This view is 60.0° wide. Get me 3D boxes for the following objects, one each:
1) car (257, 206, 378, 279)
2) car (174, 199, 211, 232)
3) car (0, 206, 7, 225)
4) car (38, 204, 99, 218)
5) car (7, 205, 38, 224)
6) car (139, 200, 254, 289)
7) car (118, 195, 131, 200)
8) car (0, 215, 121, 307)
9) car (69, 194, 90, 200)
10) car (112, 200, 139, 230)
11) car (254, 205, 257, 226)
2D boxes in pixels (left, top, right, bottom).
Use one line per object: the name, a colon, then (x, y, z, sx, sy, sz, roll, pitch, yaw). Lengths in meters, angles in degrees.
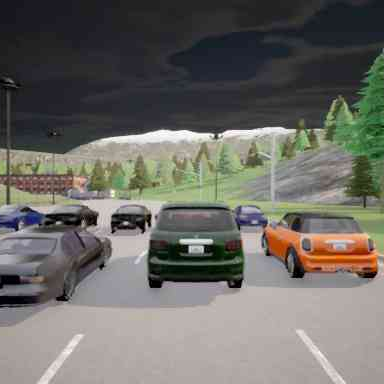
car: (3.578, 1.351, 10.185, 2.097, 1.767, 4.553, 0, 0, 0)
car: (-0.023, 1.351, 20.925, 2.097, 1.767, 4.553, 0, 0, -1)
car: (-6.916, 1.223, 7.555, 2.150, 2.045, 5.566, 0, 0, 0)
car: (-6.998, 1.477, 19.903, 1.882, 1.535, 5.008, 0, 0, -1)
car: (-10.499, 1.525, 19.949, 1.812, 1.442, 4.674, 0, 0, -1)
car: (0.081, 1.223, 9.302, 2.150, 2.045, 5.566, 0, 0, 0)
car: (-17.808, 1.525, 87.158, 2.128, 1.511, 4.902, 0, 0, -37)
car: (-3.418, 1.548, 8.193, 2.033, 1.411, 5.357, 0, 0, 0)
car: (-30.472, 1.524, 90.164, 4.674, 1.442, 1.812, 0, 0, 39)
car: (-3.501, 1.477, 19.886, 1.882, 1.535, 5.008, 0, 0, -1)
car: (3.478, 1.526, 20.981, 1.812, 1.442, 4.674, 0, 0, -1)
